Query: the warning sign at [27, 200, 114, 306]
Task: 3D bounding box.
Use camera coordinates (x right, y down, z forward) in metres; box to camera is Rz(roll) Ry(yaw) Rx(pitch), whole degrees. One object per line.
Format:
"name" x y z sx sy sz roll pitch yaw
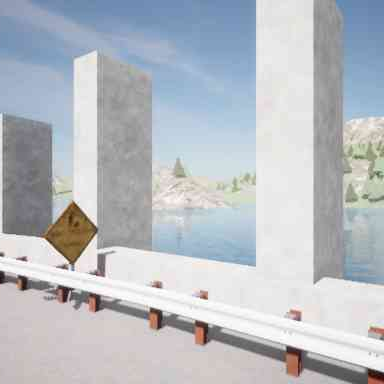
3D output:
"warning sign" -2.455 1.112 6.798 1.060 1.860 1.300 0 0 34
